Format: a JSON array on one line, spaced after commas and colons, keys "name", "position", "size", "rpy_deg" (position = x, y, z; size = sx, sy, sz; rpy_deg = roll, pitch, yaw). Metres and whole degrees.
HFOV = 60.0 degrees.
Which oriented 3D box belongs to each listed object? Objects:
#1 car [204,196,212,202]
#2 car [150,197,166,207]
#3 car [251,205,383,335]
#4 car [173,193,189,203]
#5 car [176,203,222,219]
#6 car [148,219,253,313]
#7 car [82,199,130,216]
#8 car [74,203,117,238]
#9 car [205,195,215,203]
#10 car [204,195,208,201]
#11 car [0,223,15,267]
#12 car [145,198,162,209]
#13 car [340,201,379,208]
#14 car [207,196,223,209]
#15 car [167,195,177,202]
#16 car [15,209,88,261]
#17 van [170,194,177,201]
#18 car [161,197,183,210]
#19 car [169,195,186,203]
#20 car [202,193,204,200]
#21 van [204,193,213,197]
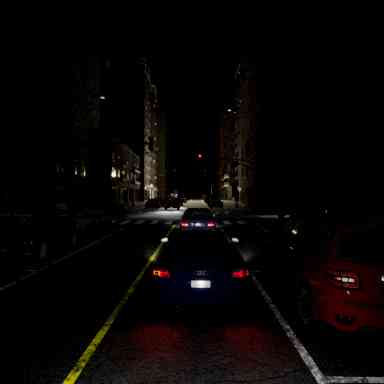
[{"name": "car", "position": [3.766, 1.608, 78.945], "size": [1.802, 1.307, 4.206], "rpy_deg": [1, 0, 1]}, {"name": "car", "position": [-5.153, 1.557, 50.709], "size": [1.887, 1.381, 4.507], "rpy_deg": [1, 0, 1]}, {"name": "car", "position": [2.762, 1.316, 6.644], "size": [2.192, 1.841, 5.009], "rpy_deg": [1, 0, 1]}, {"name": "car", "position": [-2.138, 1.370, 65.410], "size": [2.097, 1.767, 4.553], "rpy_deg": [0, 0, 1]}, {"name": "car", "position": [0.292, 1.552, 17.836], "size": [2.033, 1.411, 5.357], "rpy_deg": [0, 0, 0]}, {"name": "car", "position": [0.185, 1.566, 7.772], "size": [1.994, 1.385, 4.181], "rpy_deg": [0, 0, 1]}, {"name": "car", "position": [-8.229, 1.412, 30.282], "size": [5.008, 1.535, 1.882], "rpy_deg": [0, 0, -11]}, {"name": "car", "position": [-5.611, 1.529, 17.850], "size": [1.752, 1.417, 4.829], "rpy_deg": [1, 0, 1]}, {"name": "car", "position": [3.371, 1.594, 50.582], "size": [1.802, 1.307, 4.206], "rpy_deg": [1, 0, 1]}, {"name": "car", "position": [3.450, 1.596, 56.255], "size": [1.802, 1.307, 4.206], "rpy_deg": [1, 0, 1]}, {"name": "car", "position": [-5.767, 1.527, 6.602], "size": [1.752, 1.417, 4.829], "rpy_deg": [1, 0, 1]}, {"name": "car", "position": [-5.232, 1.555, 45.037], "size": [1.887, 1.381, 4.507], "rpy_deg": [1, 0, 1]}, {"name": "car", "position": [15.368, 1.654, 31.937], "size": [4.902, 1.511, 2.128], "rpy_deg": [0, -1, 1]}, {"name": "car", "position": [3.293, 1.593, 44.909], "size": [1.802, 1.307, 4.206], "rpy_deg": [1, 0, 1]}, {"name": "car", "position": [-4.757, 1.466, 79.071], "size": [1.967, 1.590, 4.097], "rpy_deg": [1, 0, 1]}, {"name": "car", "position": [-5.687, 1.547, 12.396], "size": [1.887, 1.381, 4.507], "rpy_deg": [1, 0, 1]}, {"name": "van", "position": [-4.677, 1.371, 84.743], "size": [1.690, 1.788, 3.998], "rpy_deg": [1, 0, 1]}, {"name": "car", "position": [-2.504, 1.611, 43.240], "size": [1.895, 1.301, 4.718], "rpy_deg": [0, 0, 1]}, {"name": "car", "position": [-2.366, 1.614, 52.670], "size": [1.895, 1.301, 4.718], "rpy_deg": [0, 0, 1]}, {"name": "car", "position": [3.611, 1.335, 67.600], "size": [2.192, 1.841, 5.009], "rpy_deg": [1, 0, 1]}, {"name": "van", "position": [3.532, 1.358, 61.928], "size": [1.690, 1.788, 3.998], "rpy_deg": [1, 0, 1]}]
